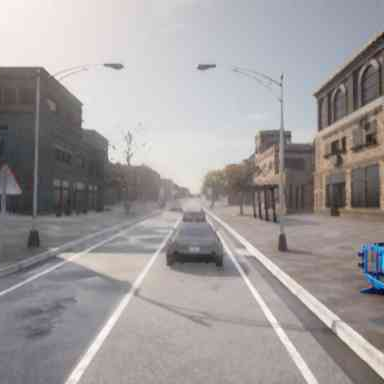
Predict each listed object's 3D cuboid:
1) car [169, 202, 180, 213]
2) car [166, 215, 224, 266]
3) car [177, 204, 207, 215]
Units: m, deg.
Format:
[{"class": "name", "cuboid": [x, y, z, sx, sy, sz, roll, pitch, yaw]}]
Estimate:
[{"class": "car", "cuboid": [-2.758, 2.590, 56.992, 2.097, 1.767, 4.553, 1, -2, 1]}, {"class": "car", "cuboid": [0.115, 1.832, 12.704, 1.994, 1.385, 4.181, 1, -1, 1]}, {"class": "car", "cuboid": [0.193, 1.979, 27.448, 2.128, 1.511, 4.902, 1, -1, 1]}]
